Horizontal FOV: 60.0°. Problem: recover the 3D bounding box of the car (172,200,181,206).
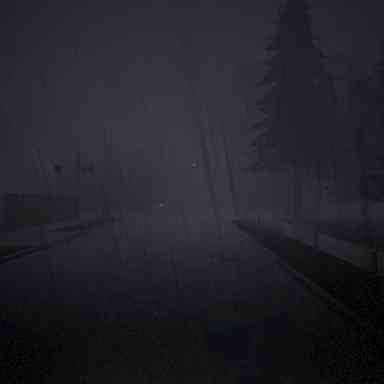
[{"bbox_3d":[-3.305,2.292,71.912,1.895,1.301,4.718,0,-1,1],"label":"car"}]
